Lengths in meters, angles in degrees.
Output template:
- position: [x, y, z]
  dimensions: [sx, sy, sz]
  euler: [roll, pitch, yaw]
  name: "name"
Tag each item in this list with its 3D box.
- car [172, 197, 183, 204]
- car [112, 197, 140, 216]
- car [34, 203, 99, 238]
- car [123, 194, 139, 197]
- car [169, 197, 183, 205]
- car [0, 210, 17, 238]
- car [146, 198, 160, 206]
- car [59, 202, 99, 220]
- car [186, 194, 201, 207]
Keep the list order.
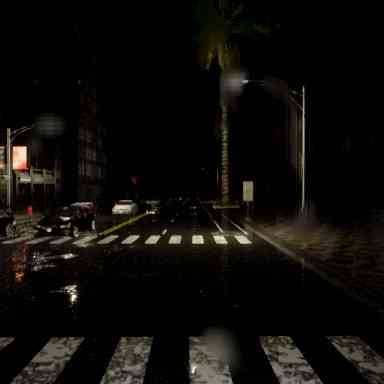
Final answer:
- position: [-2.879, 1.633, 67.651]
  dimensions: [1.994, 1.385, 4.181]
  euler: [0, 0, 0]
  name: "car"
- position: [-6.462, 1.535, 32.697]
  dimensions: [1.812, 1.442, 4.674]
  euler: [0, 0, 0]
  name: "car"
- position: [-6.526, 1.508, 17.640]
  dimensions: [1.837, 1.490, 4.892]
  euler: [0, 0, 0]
  name: "car"
- position: [-9.579, 1.260, 52.645]
  dimensions: [2.150, 2.045, 5.566]
  euler: [0, 0, 1]
  name: "car"
- position: [-2.920, 1.610, 57.693]
  dimensions: [1.994, 1.385, 4.181]
  euler: [0, 0, 1]
  name: "car"
- position: [-9.787, 1.494, 14.855]
  dimensions: [2.128, 1.511, 4.902]
  euler: [0, 0, 0]
  name: "car"
- position: [-6.310, 1.639, 54.042]
  dimensions: [1.895, 1.301, 4.718]
  euler: [0, 0, 1]
  name: "car"
- position: [-9.728, 1.609, 29.104]
  dimensions: [1.895, 1.301, 4.718]
  euler: [0, 0, 0]
  name: "car"
- position: [0.223, 1.259, 53.399]
  dimensions: [2.150, 2.045, 5.566]
  euler: [0, 0, 0]
  name: "car"
